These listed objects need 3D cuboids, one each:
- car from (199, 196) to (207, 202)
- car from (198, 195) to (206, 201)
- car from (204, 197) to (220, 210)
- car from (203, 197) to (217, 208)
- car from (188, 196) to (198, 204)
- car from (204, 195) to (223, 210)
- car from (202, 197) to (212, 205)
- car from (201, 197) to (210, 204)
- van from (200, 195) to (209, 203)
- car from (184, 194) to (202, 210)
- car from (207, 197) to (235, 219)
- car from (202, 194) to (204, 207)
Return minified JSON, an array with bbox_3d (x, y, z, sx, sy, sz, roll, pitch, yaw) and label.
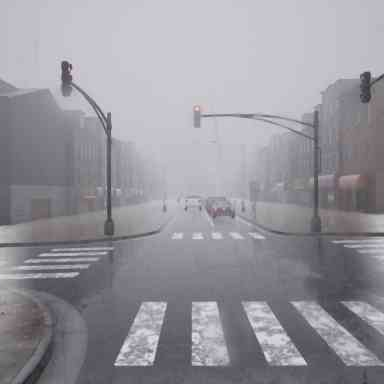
[{"bbox_3d":[2.768,1.800,83.714,1.802,1.307,4.206,-1,0,0],"label":"car"},{"bbox_3d":[2.784,1.711,94.520,1.967,1.590,4.097,-1,0,0],"label":"car"},{"bbox_3d":[2.704,1.514,45.898,1.967,1.590,4.097,-1,0,0],"label":"car"},{"bbox_3d":[2.713,1.530,51.301,1.967,1.590,4.097,-1,0,0],"label":"car"},{"bbox_3d":[0.215,1.657,69.658,1.837,1.490,4.892,0,0,0],"label":"car"},{"bbox_3d":[2.686,1.360,35.094,2.192,1.841,5.009,-1,0,0],"label":"car"},{"bbox_3d":[2.732,1.654,62.275,1.752,1.417,4.829,-1,0,0],"label":"car"},{"bbox_3d":[2.741,1.675,67.677,1.752,1.417,4.829,-1,0,0],"label":"car"},{"bbox_3d":[2.747,1.512,72.911,1.690,1.788,3.998,-1,0,0],"label":"van"},{"bbox_3d":[0.169,1.291,44.769,2.150,2.045,5.566,0,0,0],"label":"car"},{"bbox_3d":[2.678,1.473,29.691,1.967,1.590,4.097,-1,0,0],"label":"car"},{"bbox_3d":[2.694,1.373,40.496,2.192,1.841,5.009,-1,0,0],"label":"car"}]
